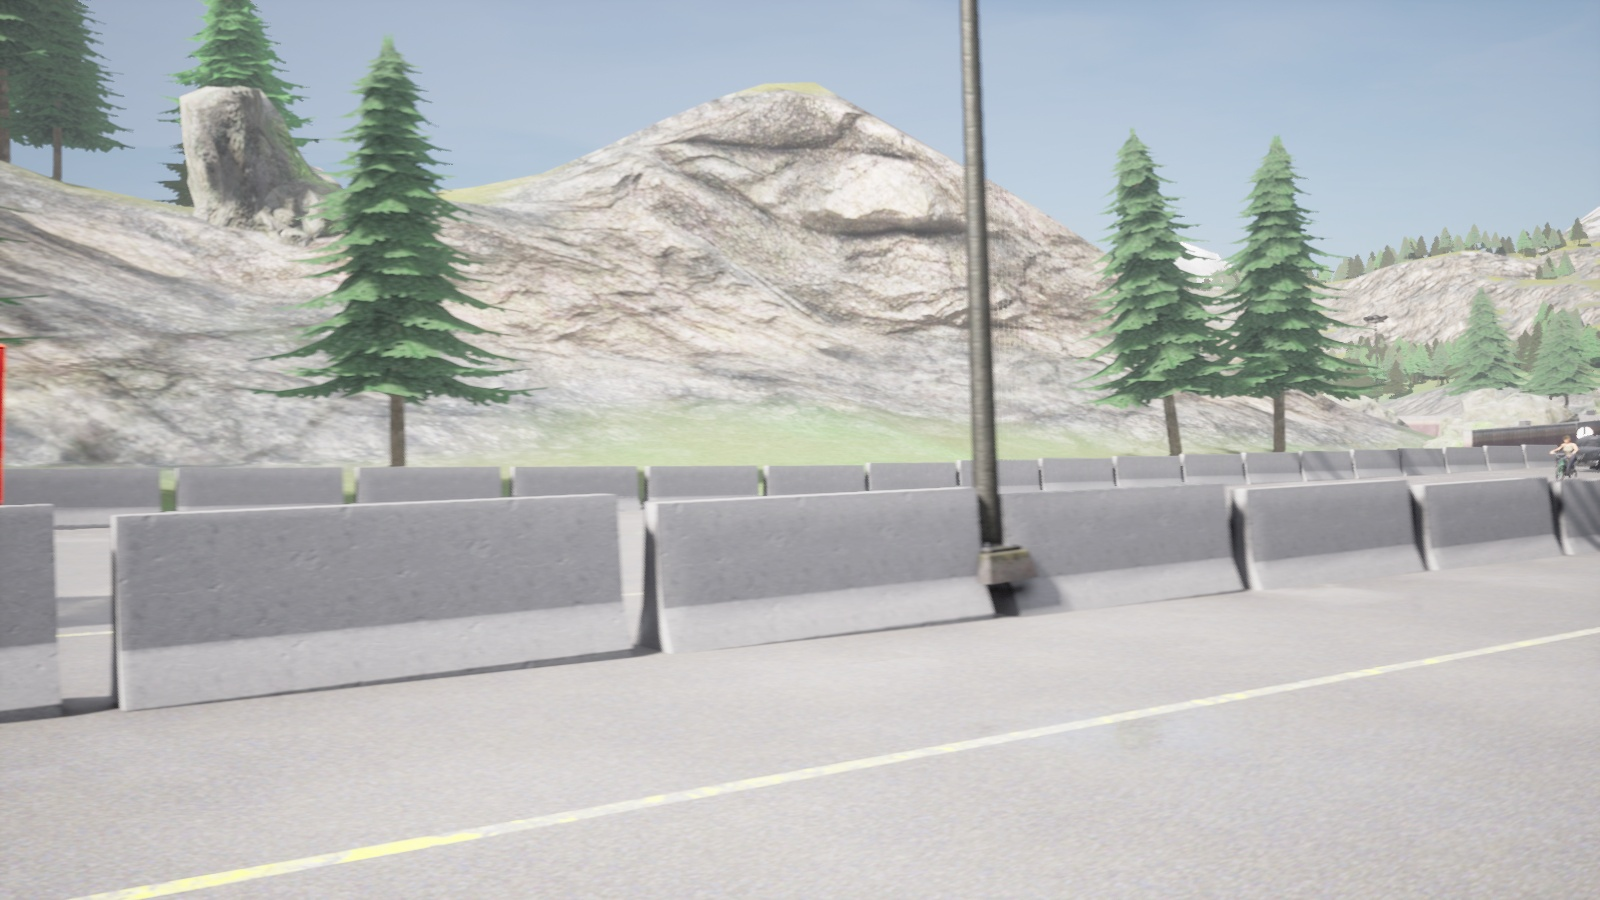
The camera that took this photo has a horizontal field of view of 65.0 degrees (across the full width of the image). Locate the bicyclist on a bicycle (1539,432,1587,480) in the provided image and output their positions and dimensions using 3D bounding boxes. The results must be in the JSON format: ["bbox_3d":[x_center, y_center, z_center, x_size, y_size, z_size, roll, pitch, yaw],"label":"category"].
[{"bbox_3d":[26.289,0.196,43.287,1.509,1.612,0.866,-2,1,-35],"label":"bicyclist on a bicycle"}]

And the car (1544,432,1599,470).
[{"bbox_3d":[33.129,0.009,52.294,4.892,1.490,1.837,-1,1,-35],"label":"car"}]
